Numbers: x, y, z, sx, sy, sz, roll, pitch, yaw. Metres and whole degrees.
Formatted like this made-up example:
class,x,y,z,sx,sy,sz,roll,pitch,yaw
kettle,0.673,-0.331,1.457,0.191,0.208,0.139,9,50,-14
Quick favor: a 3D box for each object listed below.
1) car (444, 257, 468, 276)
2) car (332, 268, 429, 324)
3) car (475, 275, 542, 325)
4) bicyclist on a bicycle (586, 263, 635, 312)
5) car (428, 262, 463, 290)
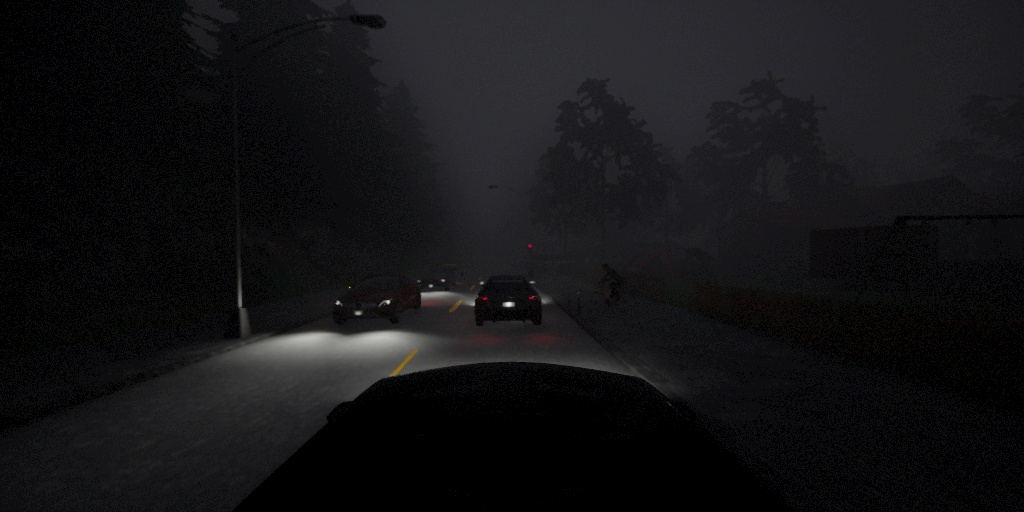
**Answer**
class,x,y,z,sx,sy,sz,roll,pitch,yaw
car,-4.754,0.851,29.591,1.882,1.535,5.008,-1,0,-2
car,-4.353,1.307,12.302,1.812,1.442,4.674,-1,0,-2
car,-0.146,1.299,11.842,1.994,1.385,4.181,-1,0,-2
bicyclist on a bicycle,3.240,1.047,11.812,1.656,1.620,0.582,-1,0,-2
car,-4.648,1.315,22.916,2.033,1.411,5.357,-1,0,-1
